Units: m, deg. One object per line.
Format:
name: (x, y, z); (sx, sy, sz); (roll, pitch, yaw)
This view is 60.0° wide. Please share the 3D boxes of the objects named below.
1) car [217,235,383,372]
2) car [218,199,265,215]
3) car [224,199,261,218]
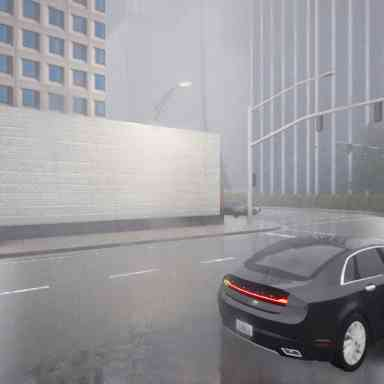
car: (2.658, 1.505, 5.696); (4.892, 1.490, 1.837); (0, 0, -35)
car: (5.160, 1.547, 35.407); (2.128, 1.511, 4.902); (0, 0, -36)
car: (3.599, 1.603, 31.575); (2.033, 1.411, 5.357); (0, 0, -36)
